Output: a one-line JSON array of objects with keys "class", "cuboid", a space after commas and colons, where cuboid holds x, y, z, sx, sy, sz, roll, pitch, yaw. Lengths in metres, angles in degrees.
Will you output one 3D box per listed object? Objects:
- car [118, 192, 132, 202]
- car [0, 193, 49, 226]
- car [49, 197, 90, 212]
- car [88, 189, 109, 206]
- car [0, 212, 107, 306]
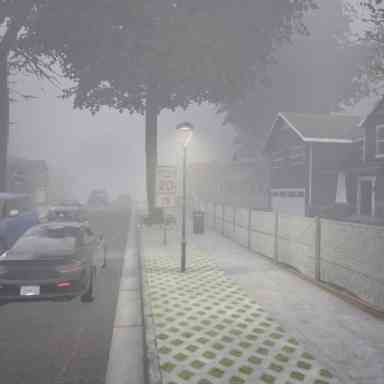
[{"class": "car", "cuboid": [-10.515, 0.800, 51.926, 1.837, 1.490, 4.892, 1, 1, -10]}, {"class": "car", "cuboid": [-6.375, 1.065, 10.241, 2.150, 2.045, 5.566, 1, 0, -10]}, {"class": "car", "cuboid": [-8.543, 1.251, 22.932, 1.994, 1.385, 4.181, 1, 1, -10]}, {"class": "car", "cuboid": [-11.693, 0.644, 41.940, 2.150, 2.045, 5.566, 1, 1, -10]}, {"class": "car", "cuboid": [-3.063, 1.439, 7.768, 1.812, 1.442, 4.674, 1, 1, -10]}]
